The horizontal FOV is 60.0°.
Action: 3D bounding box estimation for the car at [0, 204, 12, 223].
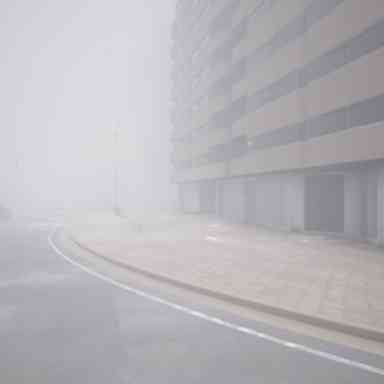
[{"bbox_3d":[-15.635,1.601,26.064,2.033,1.411,5.357,0,0,-17],"label":"car"}]
